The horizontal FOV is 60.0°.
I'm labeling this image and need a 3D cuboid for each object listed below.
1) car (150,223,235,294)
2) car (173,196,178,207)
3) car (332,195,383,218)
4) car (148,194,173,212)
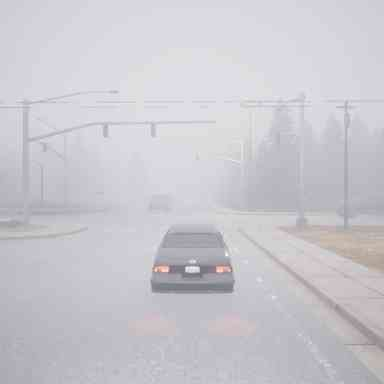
[{"bbox_3d":[0.029,1.545,8.963,2.033,1.411,5.357,0,0,0],"label":"car"},{"bbox_3d":[-3.703,1.351,52.056,2.097,1.767,4.553,0,0,0],"label":"car"},{"bbox_3d":[15.531,1.248,29.618,5.566,2.045,2.150,0,0,1],"label":"car"},{"bbox_3d":[-3.690,1.221,38.304,2.150,2.045,5.566,0,0,0],"label":"car"}]
